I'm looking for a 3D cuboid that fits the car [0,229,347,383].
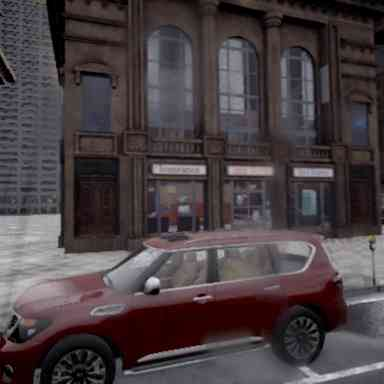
[{"bbox_3d":[-0.044,1.572,5.132,5.009,1.841,2.192,0,-3,-19],"label":"car"}]
